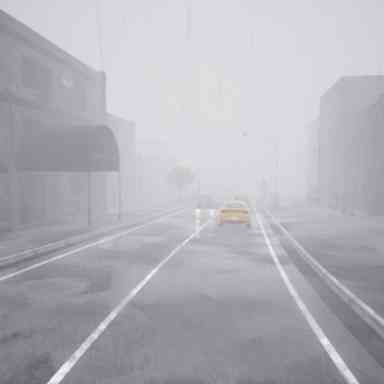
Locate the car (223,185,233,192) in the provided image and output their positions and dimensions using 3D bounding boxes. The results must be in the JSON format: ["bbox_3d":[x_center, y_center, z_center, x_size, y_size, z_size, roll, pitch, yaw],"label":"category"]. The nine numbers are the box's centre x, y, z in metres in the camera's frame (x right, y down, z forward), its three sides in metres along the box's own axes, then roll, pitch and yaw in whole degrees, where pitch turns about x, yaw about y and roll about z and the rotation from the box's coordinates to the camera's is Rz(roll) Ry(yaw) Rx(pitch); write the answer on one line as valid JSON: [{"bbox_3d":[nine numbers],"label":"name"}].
[{"bbox_3d":[8.430,-0.702,78.210,2.150,2.045,5.566,1,2,9],"label":"car"}]

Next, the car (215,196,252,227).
[{"bbox_3d":[2.856,1.316,21.833,1.882,1.535,5.008,1,1,9],"label":"car"}]

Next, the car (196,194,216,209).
[{"bbox_3d":[1.660,1.015,37.515,1.837,1.490,4.892,1,1,9],"label":"car"}]
